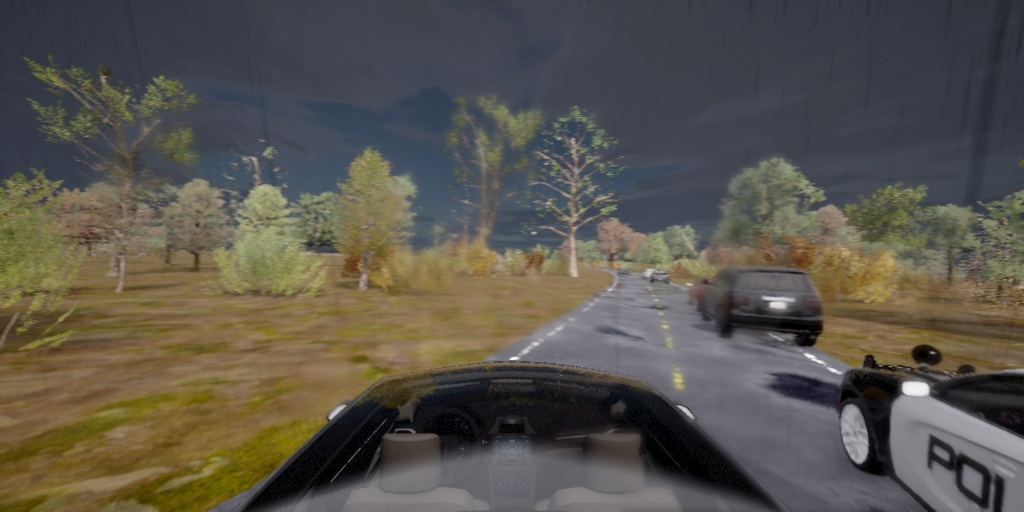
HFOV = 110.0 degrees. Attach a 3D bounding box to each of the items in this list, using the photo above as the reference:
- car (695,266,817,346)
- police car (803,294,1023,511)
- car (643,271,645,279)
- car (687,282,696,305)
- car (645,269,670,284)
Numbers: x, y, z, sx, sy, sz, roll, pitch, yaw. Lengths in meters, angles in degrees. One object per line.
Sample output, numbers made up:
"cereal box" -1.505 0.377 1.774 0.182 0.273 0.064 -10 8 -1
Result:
"car" 7.403 1.357 11.207 2.150 2.045 5.566 2 -1 21
"police car" 3.780 1.314 1.917 1.930 1.638 5.238 2 -1 22
"car" 19.368 2.574 50.084 1.812 1.442 4.674 2 -1 15
"car" 9.481 1.755 16.826 1.882 1.535 5.008 2 -1 20
"car" 16.292 2.298 39.788 2.128 1.511 4.902 2 -1 18
